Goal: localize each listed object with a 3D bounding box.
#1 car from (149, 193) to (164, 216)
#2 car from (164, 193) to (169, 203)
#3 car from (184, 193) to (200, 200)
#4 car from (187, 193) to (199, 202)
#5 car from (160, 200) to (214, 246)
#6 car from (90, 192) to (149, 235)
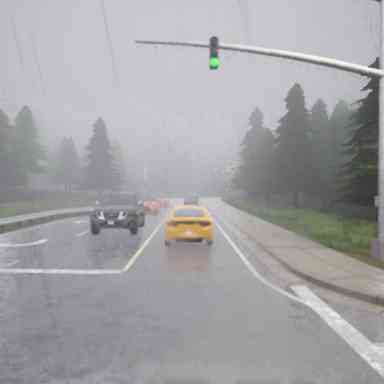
[{"bbox_3d":[-3.821,1.035,28.158,2.097,1.767,4.553,0,1,0],"label":"car"},{"bbox_3d":[-3.765,0.924,38.409,2.097,1.767,4.553,0,1,1],"label":"car"},{"bbox_3d":[-0.143,1.048,44.980,2.033,1.411,5.357,0,1,1],"label":"car"},{"bbox_3d":[0.157,0.893,55.374,1.837,1.490,4.892,0,1,2],"label":"car"},{"bbox_3d":[-0.133,1.308,14.419,1.882,1.535,5.008,0,1,-1],"label":"car"},{"bbox_3d":[-3.779,1.016,17.863,2.150,2.045,5.566,0,1,-2],"label":"car"}]
